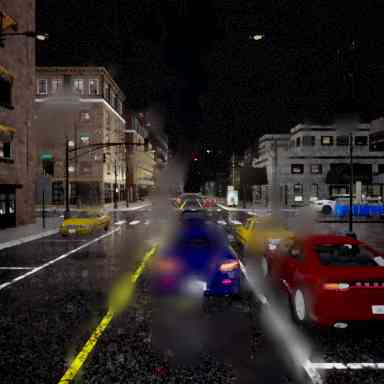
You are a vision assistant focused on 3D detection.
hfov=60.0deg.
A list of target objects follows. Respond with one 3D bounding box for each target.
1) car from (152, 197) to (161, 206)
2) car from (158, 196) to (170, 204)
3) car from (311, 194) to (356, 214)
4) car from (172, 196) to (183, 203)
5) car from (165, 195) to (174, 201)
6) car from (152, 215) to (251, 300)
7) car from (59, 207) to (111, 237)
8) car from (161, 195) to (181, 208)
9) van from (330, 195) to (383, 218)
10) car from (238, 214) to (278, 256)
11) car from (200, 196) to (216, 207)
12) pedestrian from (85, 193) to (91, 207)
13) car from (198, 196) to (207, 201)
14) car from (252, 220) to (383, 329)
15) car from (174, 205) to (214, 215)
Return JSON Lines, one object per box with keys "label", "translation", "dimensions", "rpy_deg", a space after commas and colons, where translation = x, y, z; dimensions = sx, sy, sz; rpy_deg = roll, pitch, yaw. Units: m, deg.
{"label": "car", "translation": [-5.706, 1.580, 56.529], "dimensions": [2.008, 1.369, 4.403], "rpy_deg": [0, 0, 0]}
{"label": "car", "translation": [-5.708, 1.595, 67.923], "dimensions": [2.008, 1.369, 4.403], "rpy_deg": [0, 0, 0]}
{"label": "car", "translation": [15.478, 1.256, 34.937], "dimensions": [5.566, 2.045, 2.150], "rpy_deg": [0, 0, 0]}
{"label": "car", "translation": [-3.013, 1.610, 69.270], "dimensions": [1.994, 1.385, 4.181], "rpy_deg": [0, 0, 0]}
{"label": "car", "translation": [-5.712, 1.596, 84.843], "dimensions": [1.752, 1.417, 4.829], "rpy_deg": [0, 0, 0]}
{"label": "car", "translation": [0.102, 1.525, 8.263], "dimensions": [1.812, 1.442, 4.674], "rpy_deg": [0, 0, 0]}
{"label": "car", "translation": [-5.699, 1.527, 18.207], "dimensions": [1.752, 1.417, 4.829], "rpy_deg": [0, 0, 0]}
{"label": "car", "translation": [-3.106, 1.584, 49.471], "dimensions": [1.994, 1.385, 4.181], "rpy_deg": [0, 0, 0]}
{"label": "van", "translation": [14.653, 1.413, 29.143], "dimensions": [3.998, 1.788, 1.690], "rpy_deg": [0, 0, 0]}
{"label": "car", "translation": [2.683, 1.526, 12.848], "dimensions": [1.752, 1.417, 4.829], "rpy_deg": [0, 0, 0]}
{"label": "car", "translation": [2.674, 1.462, 50.846], "dimensions": [1.967, 1.590, 4.097], "rpy_deg": [0, 0, 0]}
{"label": "pedestrian", "translation": [-12.638, 1.080, 40.256], "dimensions": [0.375, 1.860, 0.375], "rpy_deg": [0, 0, 0]}
{"label": "car", "translation": [2.669, 1.622, 85.027], "dimensions": [2.008, 1.369, 4.403], "rpy_deg": [-1, 0, 0]}
{"label": "car", "translation": [2.684, 1.544, 6.980], "dimensions": [1.887, 1.381, 4.507], "rpy_deg": [0, 0, 0]}
{"label": "car", "translation": [0.097, 1.565, 16.956], "dimensions": [1.994, 1.385, 4.181], "rpy_deg": [0, 0, 0]}
